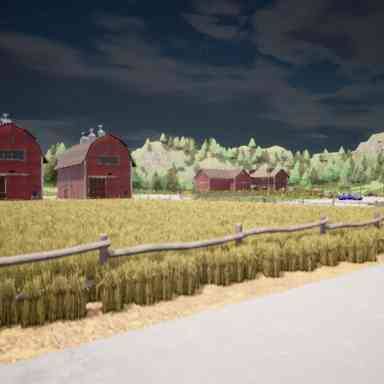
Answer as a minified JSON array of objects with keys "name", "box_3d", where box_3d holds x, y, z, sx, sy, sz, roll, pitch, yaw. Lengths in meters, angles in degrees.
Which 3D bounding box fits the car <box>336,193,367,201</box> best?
[{"name":"car","box_3d":[32.509,1.045,68.161,2.242,1.667,4.611,0,0,-36]}]

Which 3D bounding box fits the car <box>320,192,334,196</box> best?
[{"name":"car","box_3d":[36.008,0.781,87.130,1.932,1.855,4.605,0,0,-36]}]
